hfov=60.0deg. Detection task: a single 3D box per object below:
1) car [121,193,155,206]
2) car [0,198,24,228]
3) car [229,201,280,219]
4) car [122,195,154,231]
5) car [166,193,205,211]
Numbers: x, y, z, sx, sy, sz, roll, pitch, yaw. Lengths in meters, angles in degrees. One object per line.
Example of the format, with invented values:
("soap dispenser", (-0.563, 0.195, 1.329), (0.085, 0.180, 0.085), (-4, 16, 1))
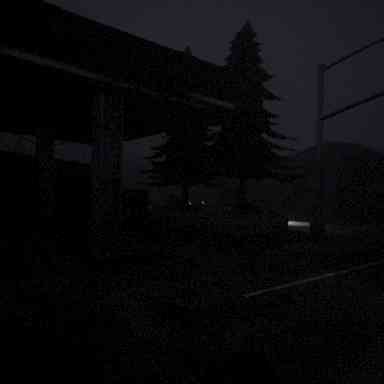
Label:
("car", (-6.834, 0.923, 41.752), (2.033, 1.411, 5.357), (0, 1, -35))
("car", (-11.039, 1.152, 18.905), (2.242, 1.667, 4.611), (0, 1, -36))
("car", (4.717, 1.399, 25.443), (1.994, 1.385, 4.181), (0, 1, -35))
("car", (-3.907, 1.109, 18.715), (1.905, 1.878, 3.866), (0, 1, -36))
("car", (-0.694, 0.972, 33.081), (2.097, 1.767, 4.553), (0, 1, -35))
